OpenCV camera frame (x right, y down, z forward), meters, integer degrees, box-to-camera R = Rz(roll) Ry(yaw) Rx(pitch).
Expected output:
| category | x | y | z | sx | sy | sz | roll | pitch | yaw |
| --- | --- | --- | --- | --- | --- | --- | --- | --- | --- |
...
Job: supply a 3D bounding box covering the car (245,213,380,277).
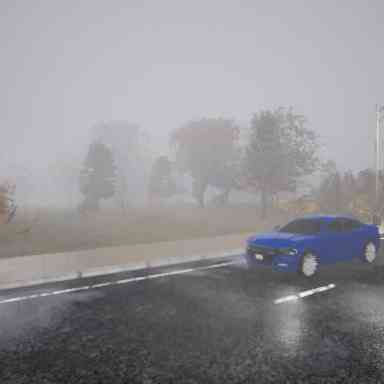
| category | x | y | z | sx | sy | sz | roll | pitch | yaw |
| --- | --- | --- | --- | --- | --- | --- | --- | --- | --- |
| car | 3.844 | 1.451 | 10.309 | 5.008 | 1.535 | 1.882 | 0 | 0 | -35 |
